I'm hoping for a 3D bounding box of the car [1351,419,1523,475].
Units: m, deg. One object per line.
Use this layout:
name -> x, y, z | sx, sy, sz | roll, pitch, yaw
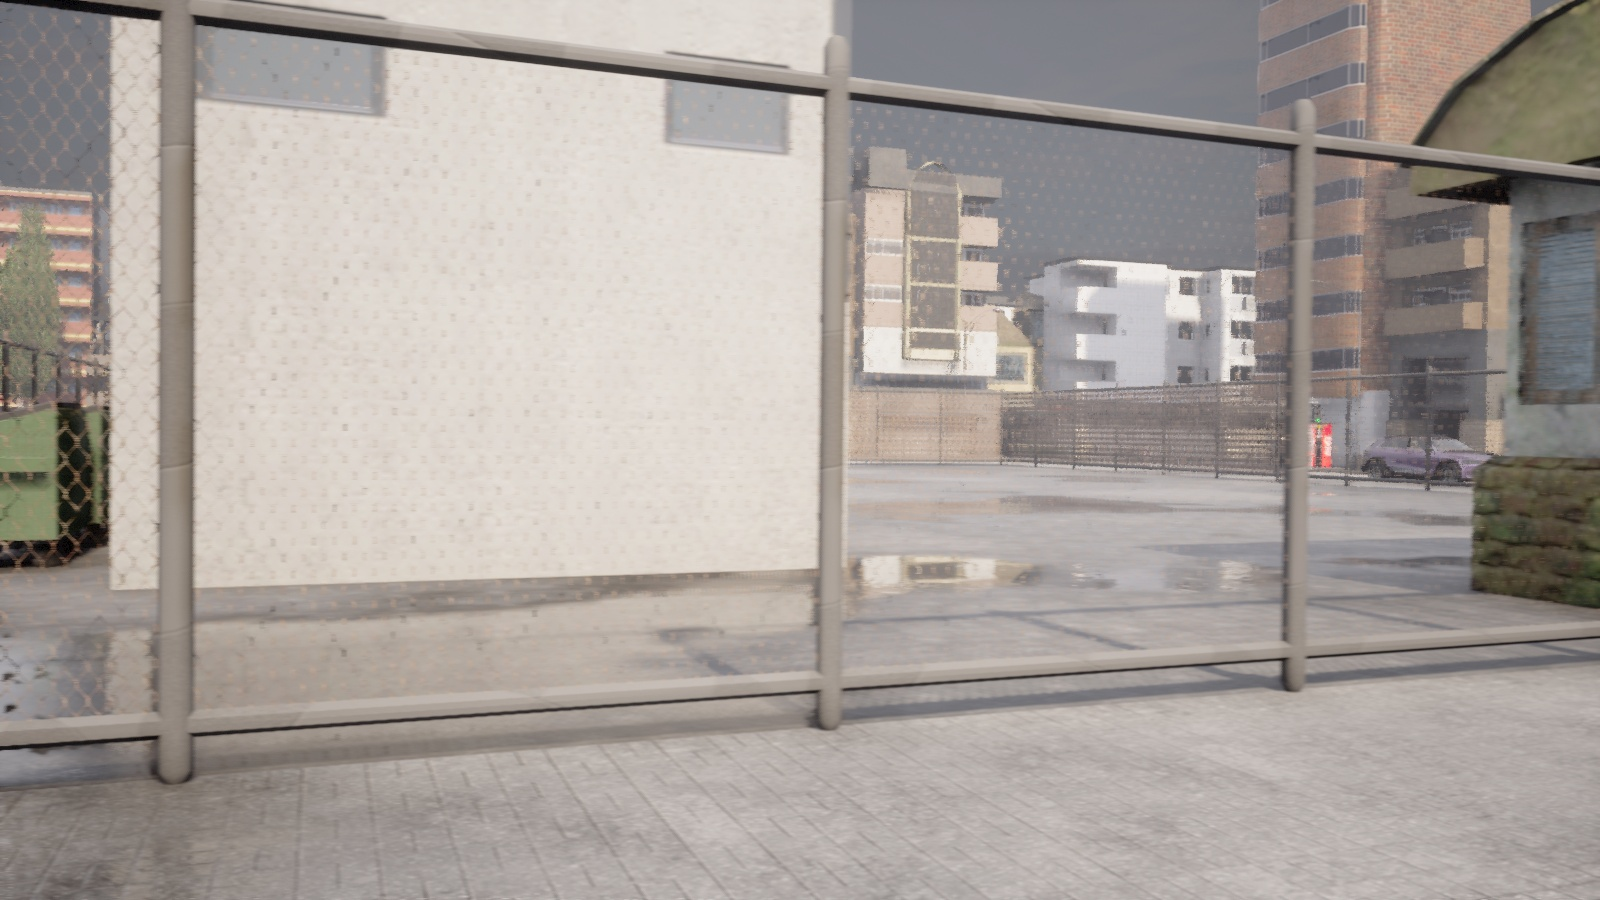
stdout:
car -> 20.238, -0.126, 40.166 | 2.033, 1.649, 4.856 | -1, 1, -20
